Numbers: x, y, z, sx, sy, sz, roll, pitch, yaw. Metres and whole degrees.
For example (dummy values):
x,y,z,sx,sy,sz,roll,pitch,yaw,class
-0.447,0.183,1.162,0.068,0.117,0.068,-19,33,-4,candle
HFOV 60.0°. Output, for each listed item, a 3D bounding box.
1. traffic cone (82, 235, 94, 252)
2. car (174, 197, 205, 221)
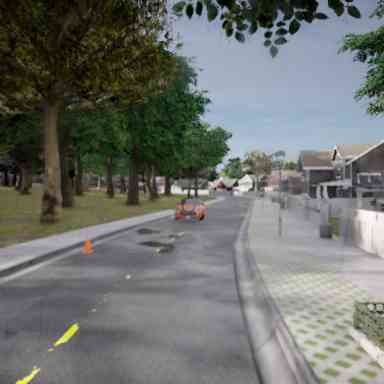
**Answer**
x,y,z,sx,sy,sz,roll,pitch,yaw,class
-3.791,1.876,12.096,0.340,0.580,0.340,0,0,7,traffic cone
-0.088,1.212,25.899,2.097,1.767,4.553,0,0,5,car
